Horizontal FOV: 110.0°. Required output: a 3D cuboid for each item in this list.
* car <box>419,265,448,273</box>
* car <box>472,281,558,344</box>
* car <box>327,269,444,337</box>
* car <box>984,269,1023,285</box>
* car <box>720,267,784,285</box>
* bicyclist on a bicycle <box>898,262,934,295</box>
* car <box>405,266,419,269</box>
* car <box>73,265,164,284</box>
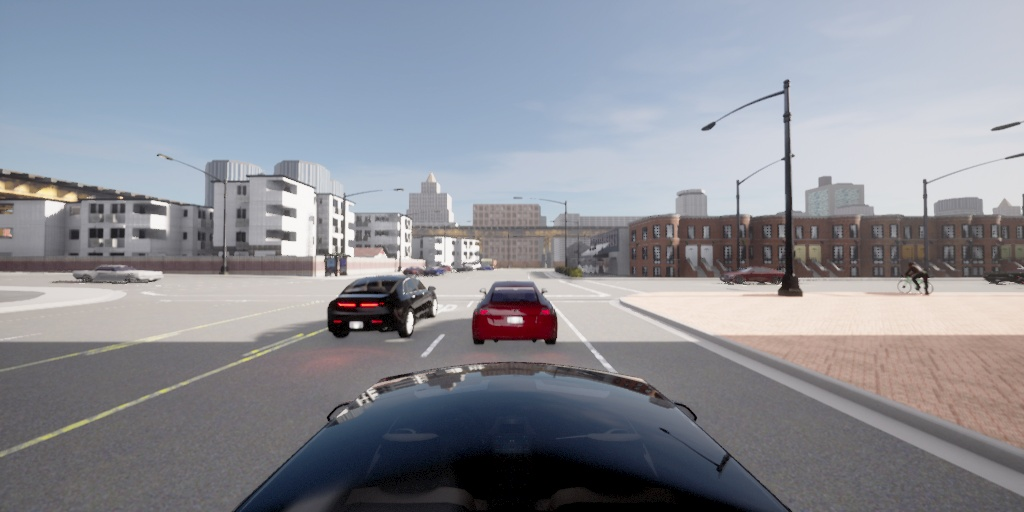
[{"bbox_3d":[-10.157,2.024,46.858,1.895,1.301,4.718,0,-1,3],"label":"car"},{"bbox_3d":[0.054,1.350,9.658,1.994,1.385,4.181,0,0,0],"label":"car"},{"bbox_3d":[-3.450,1.297,10.365,1.837,1.490,4.892,0,0,0],"label":"car"},{"bbox_3d":[41.088,1.648,28.642,4.718,1.301,1.895,0,-1,2],"label":"car"},{"bbox_3d":[19.488,1.583,29.102,4.674,1.442,1.812,0,-1,1],"label":"car"},{"bbox_3d":[20.347,1.136,18.121,0.582,1.620,1.656,0,-1,1],"label":"bicyclist on a bicycle"},{"bbox_3d":[-13.553,2.036,49.231,1.994,1.385,4.181,0,-1,3],"label":"car"},{"bbox_3d":[-28.612,1.337,26.197,4.718,1.301,1.895,1,-1,-2],"label":"car"}]
